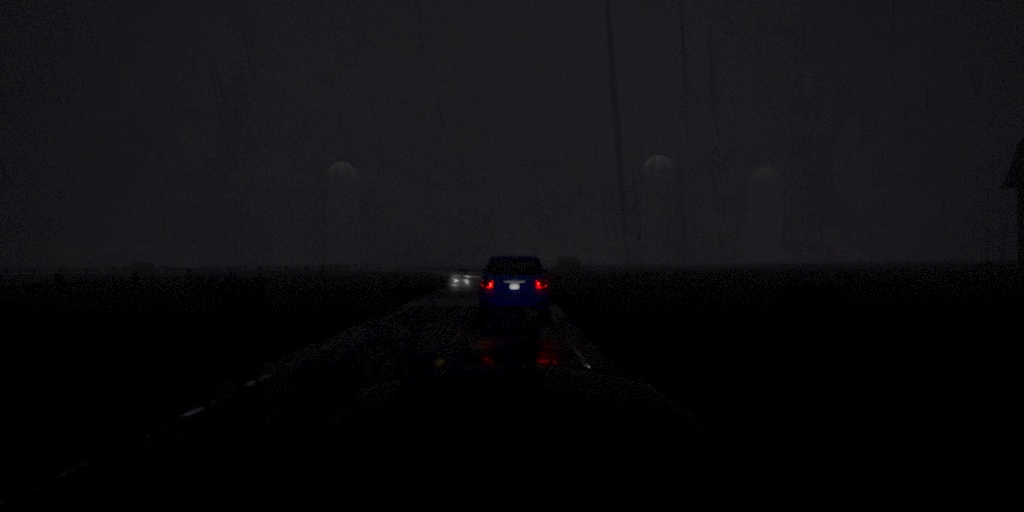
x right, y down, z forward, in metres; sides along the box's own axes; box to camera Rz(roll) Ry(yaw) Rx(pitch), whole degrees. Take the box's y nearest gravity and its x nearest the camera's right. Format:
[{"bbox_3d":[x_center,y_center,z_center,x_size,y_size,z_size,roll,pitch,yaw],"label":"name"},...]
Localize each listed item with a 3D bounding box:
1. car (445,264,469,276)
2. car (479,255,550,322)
[{"bbox_3d":[-6.597,1.625,43.107,1.895,1.301,4.718,0,0,-23],"label":"car"},{"bbox_3d":[0.088,1.026,12.841,2.150,2.045,5.566,0,-1,0],"label":"car"}]
